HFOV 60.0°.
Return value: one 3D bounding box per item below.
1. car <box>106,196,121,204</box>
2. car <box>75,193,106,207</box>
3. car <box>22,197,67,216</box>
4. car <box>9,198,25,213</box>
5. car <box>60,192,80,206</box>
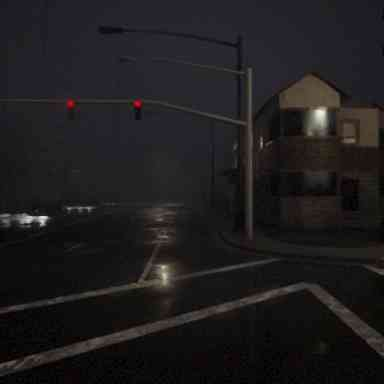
[{"bbox_3d":[-14.439,1.404,61.168,2.033,1.411,5.357,0,-1,-1],"label":"car"},{"bbox_3d":[-14.240,1.278,46.928,2.033,1.411,5.357,0,0,-1],"label":"car"},{"bbox_3d":[-14.017,1.490,31.940,1.994,1.385,4.181,0,1,-1],"label":"car"},{"bbox_3d":[-17.573,1.350,35.493,1.882,1.535,5.008,0,1,-1],"label":"car"},{"bbox_3d":[-17.766,0.965,48.694,2.150,2.045,5.566,0,0,-1],"label":"car"}]
